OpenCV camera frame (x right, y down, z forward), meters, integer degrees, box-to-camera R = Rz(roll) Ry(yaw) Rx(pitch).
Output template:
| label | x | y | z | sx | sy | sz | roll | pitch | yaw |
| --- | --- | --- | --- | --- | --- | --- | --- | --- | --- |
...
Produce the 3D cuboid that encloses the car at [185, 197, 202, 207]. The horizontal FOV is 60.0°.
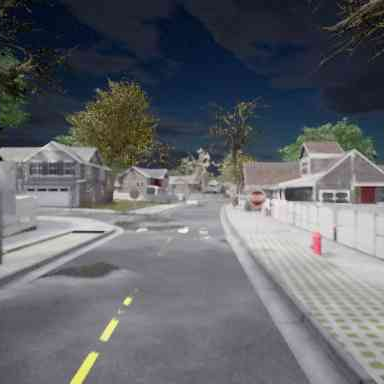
| label | x | y | z | sx | sy | sz | roll | pitch | yaw |
| --- | --- | --- | --- | --- | --- | --- | --- | --- | --- |
| car | 0.227 | 1.513 | 48.991 | 1.812 | 1.442 | 4.674 | 0 | 1 | 7 |
